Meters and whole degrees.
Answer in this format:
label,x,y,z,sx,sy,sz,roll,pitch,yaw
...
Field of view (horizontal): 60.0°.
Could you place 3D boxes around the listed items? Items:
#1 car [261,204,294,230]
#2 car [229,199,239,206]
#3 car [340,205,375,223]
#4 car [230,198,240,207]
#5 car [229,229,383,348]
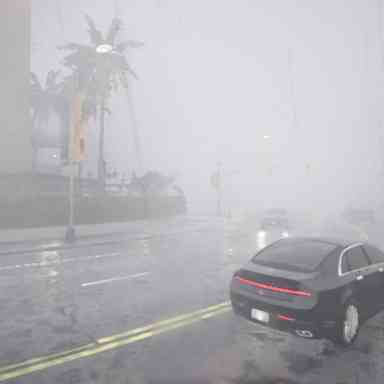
label,x,y,z,sx,sy,sz,roll,pitch,yaw
car,6.281,1.887,24.175,1.837,1.490,4.892,0,-1,23
car,10.721,2.639,85.225,2.185,1.767,4.553,0,-1,5
car,15.303,1.995,30.917,1.882,1.535,5.008,0,-1,10
car,10.242,2.669,78.815,2.097,1.535,5.008,0,-1,5
car,2.772,1.615,6.601,4.892,1.490,1.837,1,-1,-43
